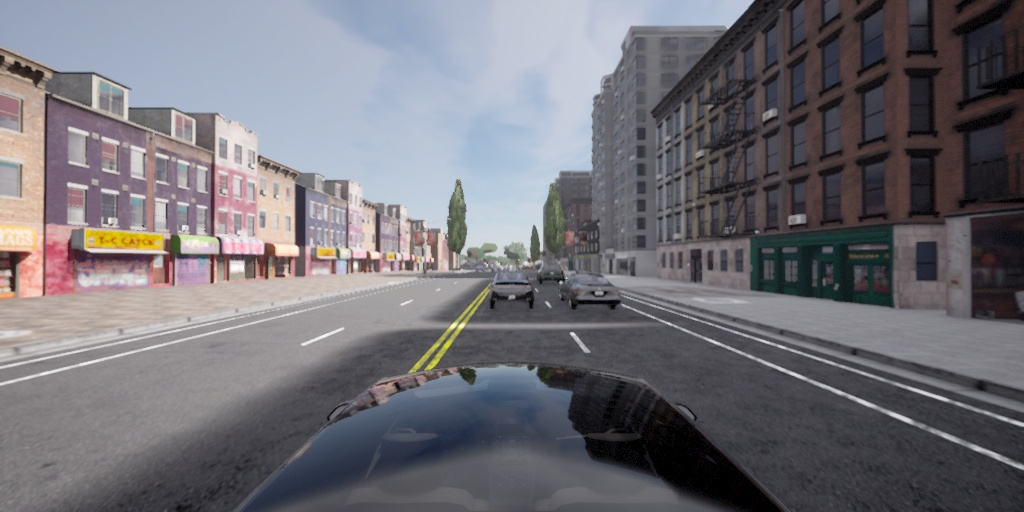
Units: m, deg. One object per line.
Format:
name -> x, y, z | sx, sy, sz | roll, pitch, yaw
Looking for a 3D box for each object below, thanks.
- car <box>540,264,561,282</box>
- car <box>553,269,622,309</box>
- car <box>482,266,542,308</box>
car -> 3.233, 1.435, 30.921 | 2.097, 1.767, 4.553 | 0, -1, 0
car -> 3.241, 1.454, 15.835 | 2.033, 1.411, 5.357 | 0, -1, 0
car -> -0.005, 1.403, 16.139 | 2.128, 1.511, 4.902 | 0, -1, 0
